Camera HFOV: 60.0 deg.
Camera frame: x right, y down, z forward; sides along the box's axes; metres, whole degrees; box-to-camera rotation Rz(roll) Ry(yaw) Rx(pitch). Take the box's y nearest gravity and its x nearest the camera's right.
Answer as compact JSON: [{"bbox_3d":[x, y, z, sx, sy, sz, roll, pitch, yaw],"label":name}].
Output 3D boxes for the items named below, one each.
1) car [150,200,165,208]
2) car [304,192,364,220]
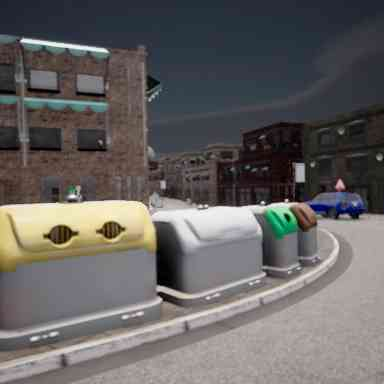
[{"bbox_3d":[-6.805,2.274,64.235,2.033,1.411,5.357,-2,2,-21],"label":"car"},{"bbox_3d":[10.969,1.089,26.459,2.150,2.045,5.566,-2,-1,-17],"label":"car"}]
